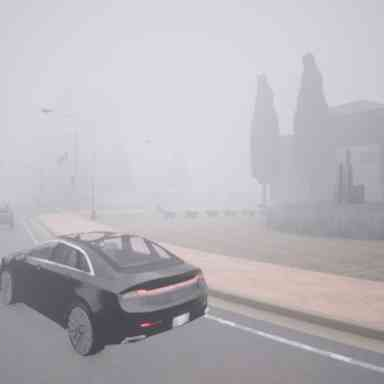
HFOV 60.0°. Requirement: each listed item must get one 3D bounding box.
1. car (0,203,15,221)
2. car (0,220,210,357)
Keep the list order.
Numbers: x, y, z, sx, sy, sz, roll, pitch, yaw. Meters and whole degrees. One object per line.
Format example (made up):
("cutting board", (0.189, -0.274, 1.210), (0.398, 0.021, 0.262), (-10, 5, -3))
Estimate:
("car", (-12.072, 1.395, 20.523), (2.128, 1.511, 4.902), (0, 0, -30))
("car", (-1.908, 1.480, 6.113), (4.902, 1.511, 2.128), (1, 0, 43))
